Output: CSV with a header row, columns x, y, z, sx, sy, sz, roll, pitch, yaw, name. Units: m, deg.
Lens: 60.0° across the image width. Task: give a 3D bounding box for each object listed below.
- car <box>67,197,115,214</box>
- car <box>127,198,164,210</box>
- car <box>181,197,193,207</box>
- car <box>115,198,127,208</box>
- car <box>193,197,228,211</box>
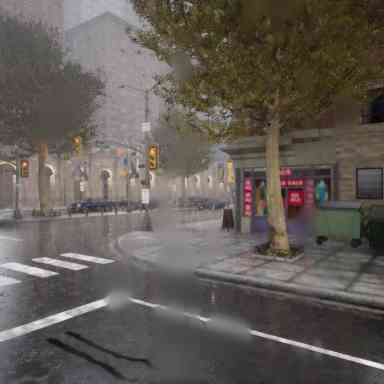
x,y,z,sx,sy,sz,roll,pitch,yaw,name
-10.931,1.352,35.423,2.097,1.767,4.553,0,0,36,car
-5.639,1.505,42.739,1.837,1.490,4.892,0,0,36,car
0.183,1.505,50.778,1.837,1.490,4.892,0,0,36,car
-10.121,1.595,47.893,1.895,1.301,4.718,0,0,36,car
2.530,1.505,40.047,1.837,1.490,4.892,0,0,36,car
